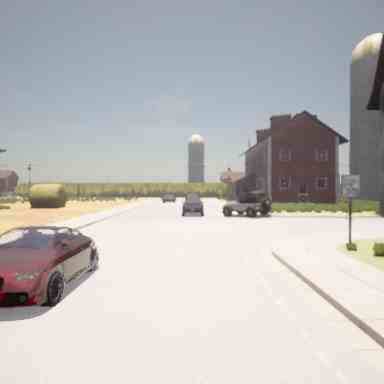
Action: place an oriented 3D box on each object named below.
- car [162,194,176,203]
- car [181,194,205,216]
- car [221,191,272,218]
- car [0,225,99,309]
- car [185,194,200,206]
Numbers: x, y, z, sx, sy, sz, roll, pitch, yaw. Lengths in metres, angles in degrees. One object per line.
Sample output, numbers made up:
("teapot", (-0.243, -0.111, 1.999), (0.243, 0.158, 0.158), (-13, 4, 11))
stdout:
("car", (-3.585, 1.040, 52.135), (1.994, 1.385, 4.181), (0, 1, 0))
("car", (0.077, 1.210, 28.861), (2.128, 1.511, 4.902), (0, 1, 0))
("car", (4.158, 0.906, 25.454), (1.905, 1.878, 3.866), (-8, 4, -42))
("car", (-3.597, 1.489, 7.647), (1.994, 1.385, 4.181), (0, 0, 0))
("car", (0.077, 1.057, 45.363), (1.837, 1.490, 4.892), (0, 1, 0))
